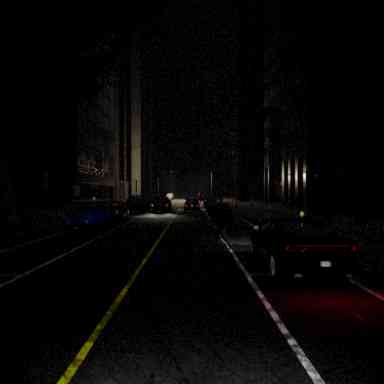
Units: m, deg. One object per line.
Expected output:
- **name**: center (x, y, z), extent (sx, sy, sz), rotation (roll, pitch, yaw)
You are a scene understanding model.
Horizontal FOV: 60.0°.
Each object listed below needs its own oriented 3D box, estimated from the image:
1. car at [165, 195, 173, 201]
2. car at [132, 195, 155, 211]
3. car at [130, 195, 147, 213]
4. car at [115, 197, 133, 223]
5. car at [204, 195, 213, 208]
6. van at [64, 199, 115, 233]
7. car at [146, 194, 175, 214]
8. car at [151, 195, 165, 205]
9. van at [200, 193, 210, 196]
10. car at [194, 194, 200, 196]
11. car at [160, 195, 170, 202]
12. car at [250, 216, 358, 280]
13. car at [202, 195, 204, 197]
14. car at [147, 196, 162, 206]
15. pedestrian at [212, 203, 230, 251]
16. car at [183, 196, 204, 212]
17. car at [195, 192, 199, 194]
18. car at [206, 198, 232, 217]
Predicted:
- **car**: center (-6.043, 1.504, 86.544), extent (1.752, 1.417, 4.829), rotation (0, 0, 0)
- **car**: center (-5.946, 1.258, 41.596), extent (2.192, 1.841, 5.009), rotation (0, 0, 0)
- **car**: center (-5.934, 1.262, 35.958), extent (2.192, 1.841, 5.009), rotation (0, 0, 0)
- **car**: center (-5.910, 1.398, 24.678), extent (1.967, 1.590, 4.097), rotation (0, 0, 0)
- **car**: center (2.591, 1.387, 35.962), extent (1.967, 1.590, 4.097), rotation (0, 0, 0)
- **van**: center (-5.898, 1.304, 19.038), extent (1.690, 1.788, 3.998), rotation (0, 0, 0)
- **car**: center (-3.170, 1.300, 34.533), extent (2.097, 1.767, 4.553), rotation (0, 0, 0)
- **car**: center (-5.982, 1.382, 58.515), extent (1.967, 1.590, 4.097), rotation (0, 0, 0)
- **van**: center (2.554, 1.281, 52.879), extent (1.690, 1.788, 3.998), rotation (0, 0, 0)
- **car**: center (-0.072, 1.465, 49.041), extent (1.812, 1.442, 4.674), rotation (0, 0, 0)
- **car**: center (-6.025, 1.488, 75.231), extent (1.752, 1.417, 4.829), rotation (0, 0, 1)
- **car**: center (2.979, 1.453, 9.893), extent (1.882, 1.535, 5.008), rotation (0, 0, 0)
- **car**: center (2.567, 1.505, 47.240), extent (1.947, 1.339, 4.313), rotation (0, 0, 0)
- **car**: center (-5.971, 1.380, 52.876), extent (1.967, 1.590, 4.097), rotation (0, 0, 0)
- **pedestrian**: center (1.068, 1.263, 12.383), extent (0.375, 1.860, 0.375), rotation (0, 0, -15)
- **car**: center (0.005, 1.494, 36.974), extent (2.033, 1.411, 5.357), rotation (0, 0, 0)
- **car**: center (2.495, 1.288, 81.071), extent (2.192, 1.841, 5.009), rotation (0, 0, 0)
- **car**: center (2.603, 1.497, 30.323), extent (1.887, 1.381, 4.507), rotation (0, 0, 0)
